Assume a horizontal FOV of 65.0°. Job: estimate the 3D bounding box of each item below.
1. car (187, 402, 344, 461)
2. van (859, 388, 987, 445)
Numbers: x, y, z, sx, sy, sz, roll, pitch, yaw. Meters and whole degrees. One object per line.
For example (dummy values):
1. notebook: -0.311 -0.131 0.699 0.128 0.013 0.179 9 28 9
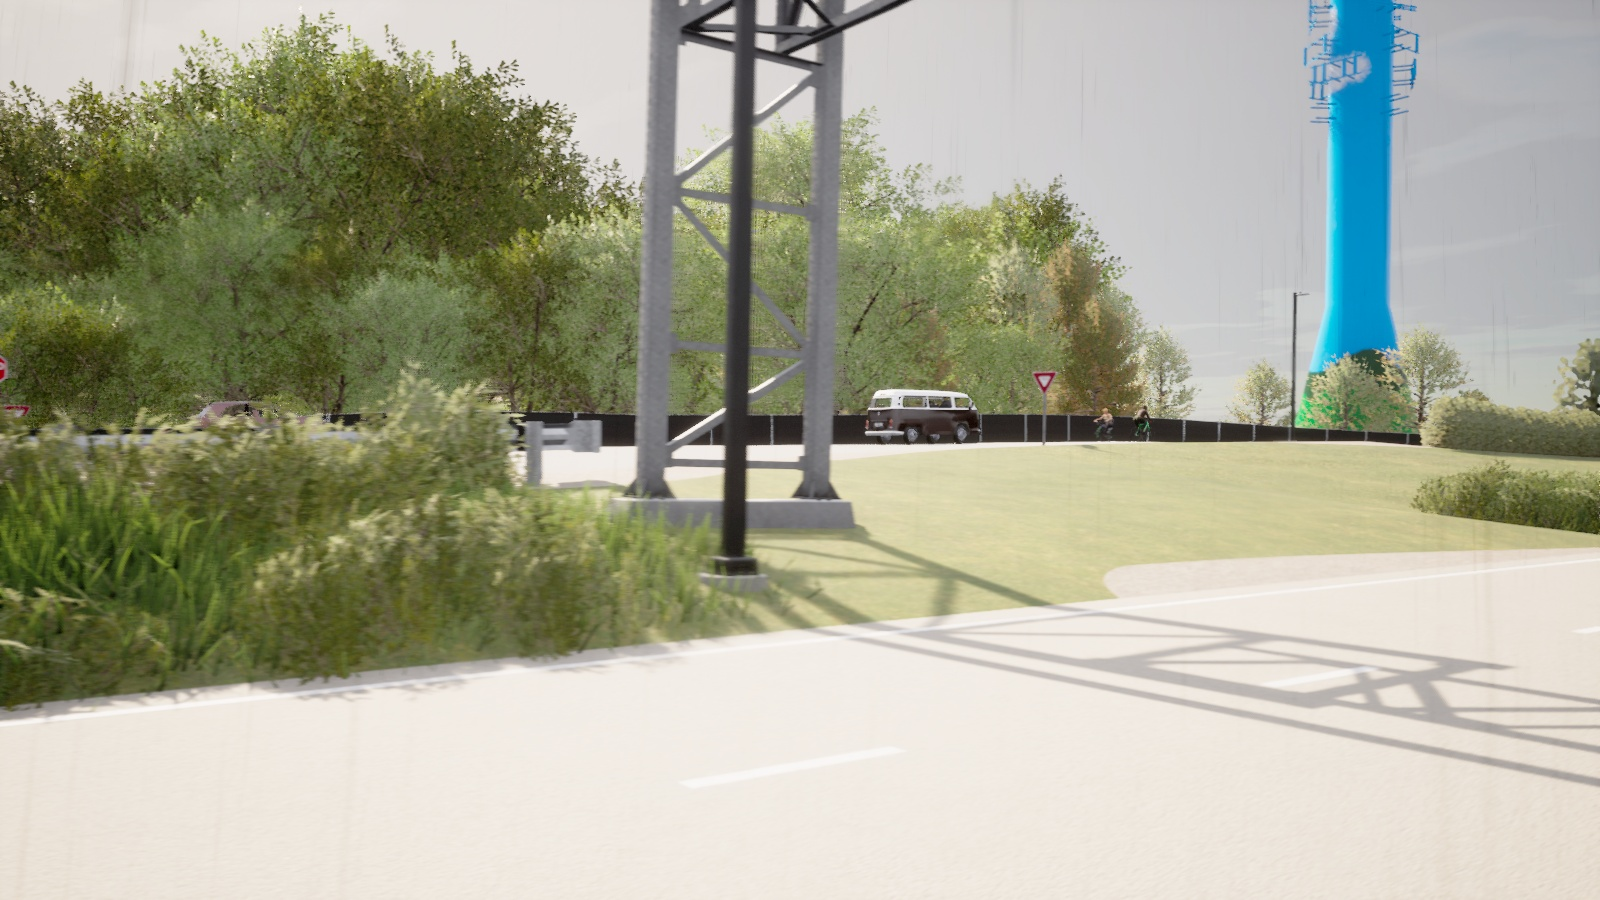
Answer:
1. car: -14.673 -0.508 34.525 3.633 1.501 1.845 -2 1 -34
2. van: 4.626 -1.233 46.884 4.480 2.038 2.069 -1 1 -36
